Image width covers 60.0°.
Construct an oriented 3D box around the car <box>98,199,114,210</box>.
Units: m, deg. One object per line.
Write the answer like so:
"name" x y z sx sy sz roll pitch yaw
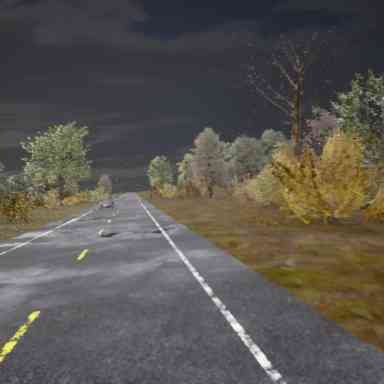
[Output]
"car" -12.267 1.720 47.843 2.128 1.511 4.902 -4 1 -10
